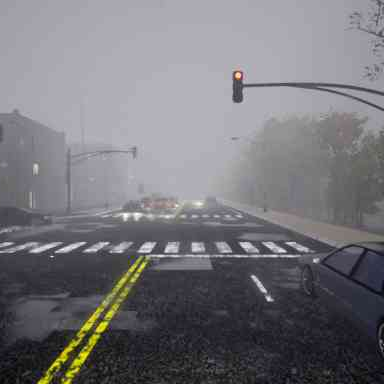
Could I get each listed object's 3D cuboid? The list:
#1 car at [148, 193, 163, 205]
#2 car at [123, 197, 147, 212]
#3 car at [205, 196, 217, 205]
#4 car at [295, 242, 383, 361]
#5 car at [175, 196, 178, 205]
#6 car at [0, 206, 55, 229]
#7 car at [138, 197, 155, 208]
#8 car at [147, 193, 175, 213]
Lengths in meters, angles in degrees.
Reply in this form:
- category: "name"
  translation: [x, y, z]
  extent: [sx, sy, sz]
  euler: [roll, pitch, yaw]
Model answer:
- category: "car"
  translation: [-6.621, 1.216, 61.653]
  extent: [2.150, 2.045, 5.566]
  euler: [0, 0, 0]
- category: "car"
  translation: [-6.603, 1.558, 38.027]
  extent: [1.994, 1.385, 4.181]
  euler: [0, 0, 0]
- category: "car"
  translation: [3.298, 1.470, 58.784]
  extent: [1.882, 1.535, 5.008]
  euler: [0, 0, 0]
- category: "car"
  translation: [3.353, 1.546, 5.448]
  extent: [2.033, 1.411, 5.357]
  euler: [0, 0, 0]
- category: "car"
  translation: [-3.373, 1.498, 47.808]
  extent: [1.837, 1.490, 4.892]
  euler: [0, 0, 0]
- category: "car"
  translation: [-11.199, 1.628, 21.060]
  extent: [4.674, 1.442, 1.812]
  euler: [-3, 0, -9]
- category: "car"
  translation: [-6.623, 1.499, 48.527]
  extent: [1.837, 1.490, 4.892]
  euler: [0, 0, 0]
- category: "car"
  translation: [-3.350, 1.347, 36.509]
  extent: [2.097, 1.767, 4.553]
  euler: [0, 0, 0]
